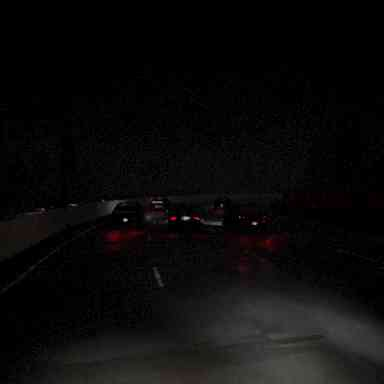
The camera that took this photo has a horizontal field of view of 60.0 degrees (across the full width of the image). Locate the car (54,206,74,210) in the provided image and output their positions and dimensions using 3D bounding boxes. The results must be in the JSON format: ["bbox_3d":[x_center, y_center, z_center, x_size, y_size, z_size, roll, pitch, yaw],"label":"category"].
[{"bbox_3d":[-14.455,1.394,36.649,1.994,1.385,4.181,0,0,5],"label":"car"}]

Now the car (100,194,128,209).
[{"bbox_3d":[-10.130,1.150,43.595,2.097,1.767,4.553,0,0,9],"label":"car"}]

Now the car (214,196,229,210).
[{"bbox_3d":[3.752,1.318,40.215,1.837,1.490,4.892,0,-1,8],"label":"car"}]

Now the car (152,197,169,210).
[{"bbox_3d":[-3.537,1.313,38.469,2.128,1.511,4.902,0,0,6],"label":"car"}]

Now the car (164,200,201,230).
[{"bbox_3d":[-0.540,1.455,20.322,2.033,1.411,5.357,0,0,-4],"label":"car"}]

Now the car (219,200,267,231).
[{"bbox_3d":[3.056,1.437,19.690,1.812,1.442,4.674,0,0,-5],"label":"car"}]

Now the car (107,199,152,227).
[{"bbox_3d":[-4.062,1.391,21.853,2.128,1.511,4.902,0,0,-3],"label":"car"}]
